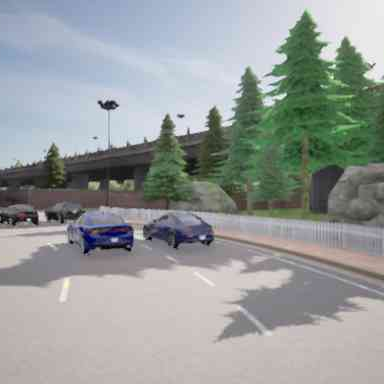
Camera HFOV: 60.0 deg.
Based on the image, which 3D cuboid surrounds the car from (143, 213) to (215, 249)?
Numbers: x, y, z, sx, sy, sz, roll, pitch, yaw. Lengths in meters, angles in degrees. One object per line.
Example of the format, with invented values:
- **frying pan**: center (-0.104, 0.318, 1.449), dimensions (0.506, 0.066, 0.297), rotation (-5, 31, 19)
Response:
- **car**: center (-0.713, 1.682, 15.520), dimensions (1.812, 1.442, 4.674), rotation (0, 0, -30)

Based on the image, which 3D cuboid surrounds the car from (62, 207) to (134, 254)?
- **car**: center (-4.073, 1.621, 14.357), dimensions (1.882, 1.535, 5.008), rotation (0, 0, -30)

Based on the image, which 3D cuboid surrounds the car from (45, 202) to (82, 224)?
- **car**: center (-10.783, 1.631, 28.192), dimensions (2.097, 1.767, 4.553), rotation (1, -1, -41)

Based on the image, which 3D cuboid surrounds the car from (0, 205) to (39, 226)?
- **car**: center (-13.431, 1.763, 25.786), dimensions (1.837, 1.490, 4.892), rotation (1, 0, -43)
